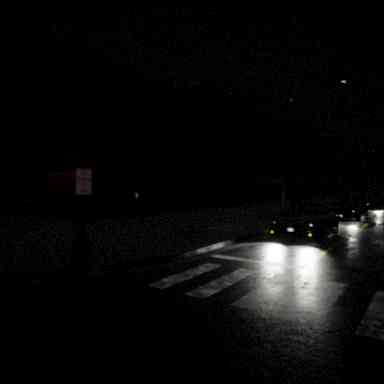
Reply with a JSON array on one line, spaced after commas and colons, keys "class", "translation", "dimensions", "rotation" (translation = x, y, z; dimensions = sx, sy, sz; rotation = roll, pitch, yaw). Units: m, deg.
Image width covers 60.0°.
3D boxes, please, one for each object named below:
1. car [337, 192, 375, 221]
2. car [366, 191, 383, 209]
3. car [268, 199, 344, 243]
[{"class": "car", "translation": [10.192, 0.951, 21.552], "dimensions": [2.033, 1.411, 5.357], "rotation": [0, 1, 35]}, {"class": "car", "translation": [16.212, 0.692, 30.008], "dimensions": [1.837, 1.490, 4.892], "rotation": [0, 1, 35]}, {"class": "car", "translation": [4.769, 1.172, 13.927], "dimensions": [1.994, 1.385, 4.181], "rotation": [0, 2, 35]}]
